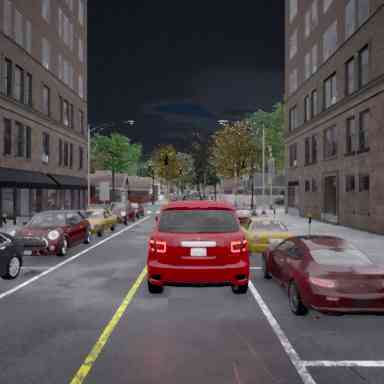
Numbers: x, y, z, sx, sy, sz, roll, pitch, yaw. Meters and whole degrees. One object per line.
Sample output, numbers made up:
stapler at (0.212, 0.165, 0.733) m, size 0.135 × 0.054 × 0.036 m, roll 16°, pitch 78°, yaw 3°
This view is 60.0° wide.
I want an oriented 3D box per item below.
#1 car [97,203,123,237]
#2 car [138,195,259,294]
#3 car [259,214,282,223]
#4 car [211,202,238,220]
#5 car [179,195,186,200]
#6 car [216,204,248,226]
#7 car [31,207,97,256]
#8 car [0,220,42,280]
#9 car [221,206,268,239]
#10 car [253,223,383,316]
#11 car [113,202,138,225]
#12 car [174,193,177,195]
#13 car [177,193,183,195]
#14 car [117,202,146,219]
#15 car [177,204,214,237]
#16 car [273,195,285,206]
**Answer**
car at (-5.303, 1.531, 18.122) m, size 1.752 × 1.417 × 4.829 m, roll 0°, pitch 0°, yaw 0°
car at (0.137, 1.223, 8.939) m, size 2.150 × 2.045 × 5.566 m, roll 0°, pitch 0°, yaw 0°
car at (2.696, 1.528, 12.906) m, size 1.752 × 1.417 × 4.829 m, roll 0°, pitch 0°, yaw 0°
car at (2.780, 1.578, 29.290) m, size 1.947 × 1.339 × 4.313 m, roll 0°, pitch 0°, yaw 0°
car at (-2.615, 1.660, 95.320) m, size 1.994 × 1.385 × 4.181 m, roll 0°, pitch 0°, yaw 0°
car at (2.751, 1.591, 23.772) m, size 1.802 × 1.307 × 4.206 m, roll 0°, pitch 0°, yaw 0°
car at (-5.330, 1.443, 12.773) m, size 1.967 × 1.590 × 4.097 m, roll 0°, pitch 0°, yaw 0°
car at (-5.358, 1.551, 7.255) m, size 2.008 × 1.369 × 4.403 m, roll 0°, pitch 0°, yaw 0°
car at (2.723, 1.550, 18.254) m, size 1.887 × 1.381 × 4.507 m, roll 0°, pitch 0°, yaw 0°
car at (2.667, 1.582, 7.217) m, size 1.802 × 1.307 × 4.206 m, roll 0°, pitch 0°, yaw 0°
car at (-5.274, 1.449, 23.811) m, size 1.967 × 1.590 × 4.097 m, roll 0°, pitch 0°, yaw 0°
car at (-2.729, 1.277, 64.830) m, size 2.150 × 2.045 × 5.566 m, roll 0°, pitch 0°, yaw 1°
car at (0.113, 1.233, 28.982) m, size 2.150 × 2.045 × 5.566 m, roll 0°, pitch 0°, yaw 2°
car at (-5.245, 1.594, 29.330) m, size 1.802 × 1.307 × 4.206 m, roll 0°, pitch 0°, yaw 0°
car at (0.191, 1.511, 18.968) m, size 1.837 × 1.490 × 4.892 m, roll 0°, pitch 0°, yaw 1°
car at (15.682, 1.139, 52.220) m, size 5.566 × 2.045 × 2.150 m, roll -1°, pitch 0°, yaw -1°
